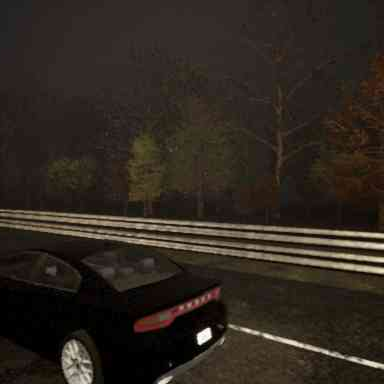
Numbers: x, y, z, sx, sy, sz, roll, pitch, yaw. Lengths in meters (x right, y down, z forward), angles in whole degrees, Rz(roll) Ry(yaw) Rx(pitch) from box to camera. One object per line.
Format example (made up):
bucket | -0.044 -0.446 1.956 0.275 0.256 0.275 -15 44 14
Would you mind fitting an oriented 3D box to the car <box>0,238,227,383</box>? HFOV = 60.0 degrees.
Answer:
car | -1.874 1.476 5.214 5.008 1.535 1.882 0 0 36
